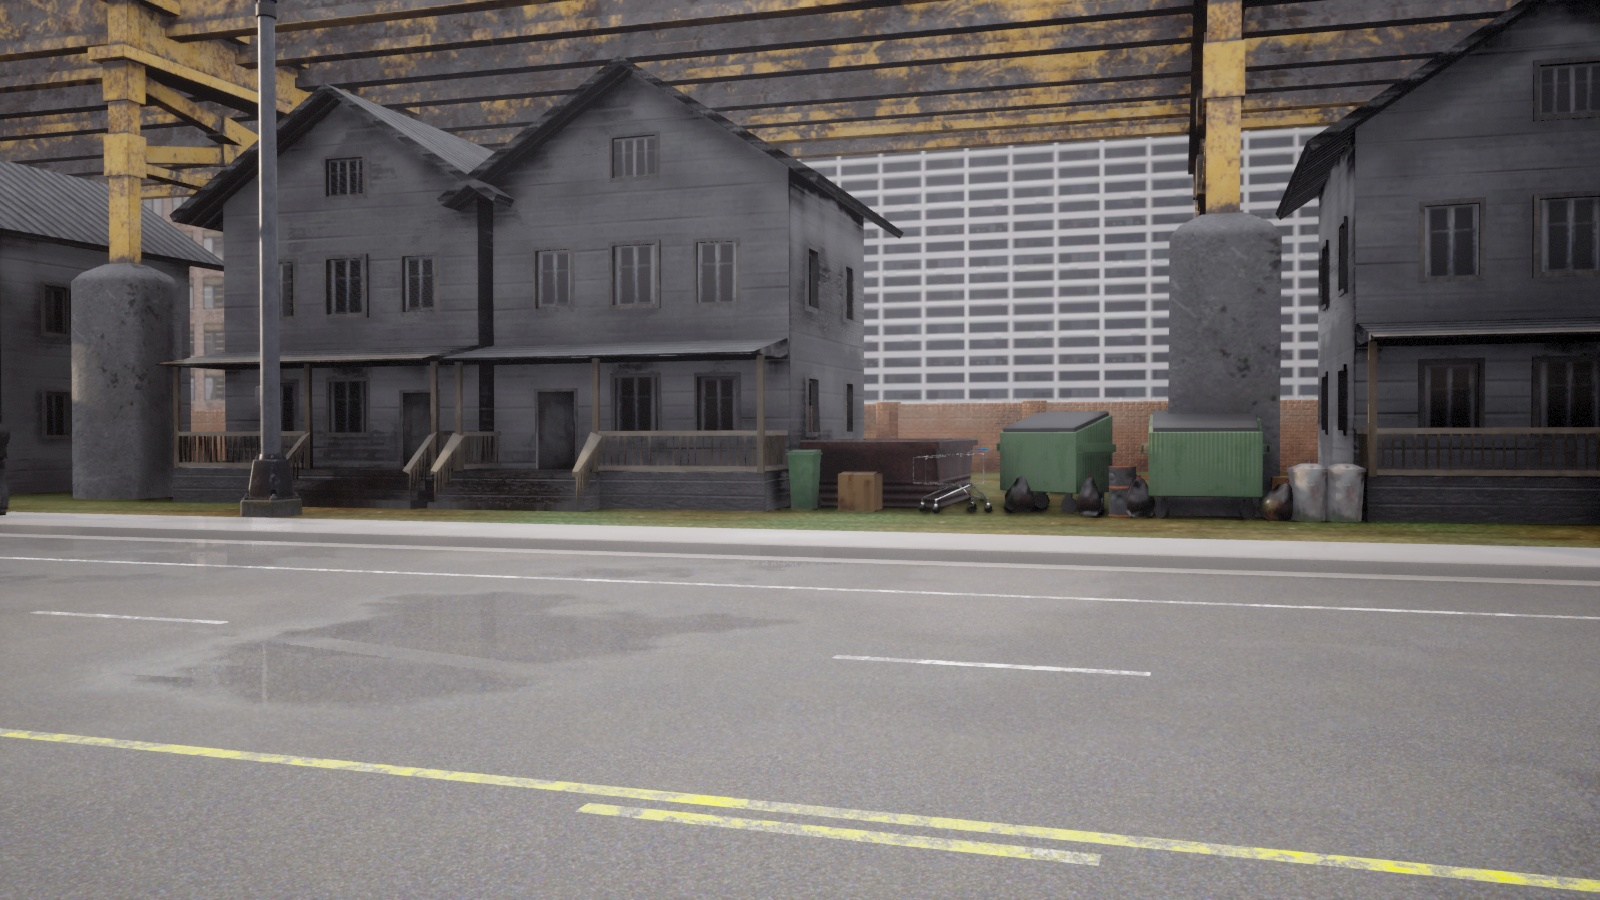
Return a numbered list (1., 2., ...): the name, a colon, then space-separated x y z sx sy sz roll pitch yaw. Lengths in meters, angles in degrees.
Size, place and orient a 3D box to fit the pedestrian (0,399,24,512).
1. pedestrian: -13.681 0.091 21.177 0.849 1.883 0.563 0 1 14
